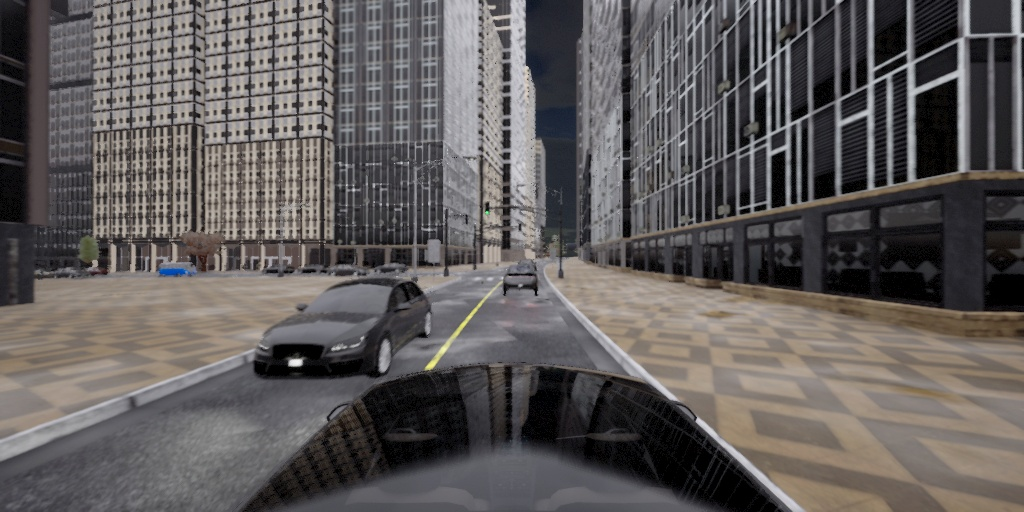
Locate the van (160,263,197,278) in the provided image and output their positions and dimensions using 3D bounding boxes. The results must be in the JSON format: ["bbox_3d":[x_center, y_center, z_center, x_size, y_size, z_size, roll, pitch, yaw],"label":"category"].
[{"bbox_3d":[-39.090,1.692,41.986,3.998,1.789,1.690,0,0,11],"label":"van"}]

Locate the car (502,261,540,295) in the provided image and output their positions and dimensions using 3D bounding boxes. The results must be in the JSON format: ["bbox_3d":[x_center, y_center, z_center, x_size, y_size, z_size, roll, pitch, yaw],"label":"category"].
[{"bbox_3d":[0.494,1.233,19.776,2.128,1.511,4.902,0,0,2],"label":"car"}]

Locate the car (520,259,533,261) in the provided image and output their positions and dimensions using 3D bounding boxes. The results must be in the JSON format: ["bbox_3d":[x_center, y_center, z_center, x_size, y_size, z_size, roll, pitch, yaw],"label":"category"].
[{"bbox_3d":[1.680,1.080,40.257,2.097,1.767,4.553,-1,0,4],"label":"car"}]

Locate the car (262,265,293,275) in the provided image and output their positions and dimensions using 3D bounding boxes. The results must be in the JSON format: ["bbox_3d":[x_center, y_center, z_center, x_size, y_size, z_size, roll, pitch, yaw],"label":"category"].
[{"bbox_3d":[-31.916,1.856,49.085,4.313,1.339,1.948,0,0,11],"label":"car"}]

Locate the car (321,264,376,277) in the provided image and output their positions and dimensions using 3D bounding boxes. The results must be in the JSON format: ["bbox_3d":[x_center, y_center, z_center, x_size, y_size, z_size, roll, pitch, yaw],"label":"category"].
[{"bbox_3d":[-17.038,1.524,37.526,4.403,1.370,2.007,0,0,11],"label":"car"}]

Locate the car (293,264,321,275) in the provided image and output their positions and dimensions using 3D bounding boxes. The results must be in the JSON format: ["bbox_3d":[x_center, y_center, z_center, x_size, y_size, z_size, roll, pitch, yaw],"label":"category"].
[{"bbox_3d":[-26.403,1.761,47.970,4.313,1.339,1.948,0,0,11],"label":"car"}]

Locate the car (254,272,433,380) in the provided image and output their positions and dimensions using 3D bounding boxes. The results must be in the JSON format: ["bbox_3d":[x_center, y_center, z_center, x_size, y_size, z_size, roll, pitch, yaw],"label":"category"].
[{"bbox_3d":[-2.978,1.252,7.445,1.837,1.490,4.892,0,0,1],"label":"car"}]

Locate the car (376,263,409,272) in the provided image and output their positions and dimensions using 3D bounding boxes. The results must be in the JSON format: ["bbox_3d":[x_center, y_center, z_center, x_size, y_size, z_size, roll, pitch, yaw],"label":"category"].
[{"bbox_3d":[-15.377,1.559,45.740,4.403,1.370,2.007,0,0,11],"label":"car"}]
